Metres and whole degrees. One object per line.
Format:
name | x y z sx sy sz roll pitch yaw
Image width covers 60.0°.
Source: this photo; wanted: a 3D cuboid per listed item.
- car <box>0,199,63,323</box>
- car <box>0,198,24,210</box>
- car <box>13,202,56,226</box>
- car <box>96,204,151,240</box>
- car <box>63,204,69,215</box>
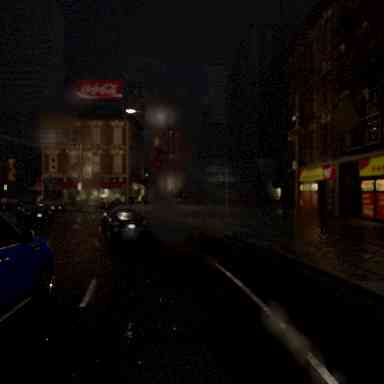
car | -3.778 1.208 4.674 2.150 2.045 5.566 0 0 -6
car | -23.711 1.484 42.350 4.718 1.301 1.895 0 0 30
car | -11.215 1.502 23.530 1.994 1.385 4.181 0 0 -36
car | -3.464 1.521 16.856 1.994 1.385 4.181 0 0 -22
car | -13.775 1.465 31.706 5.357 1.411 2.033 0 0 43
